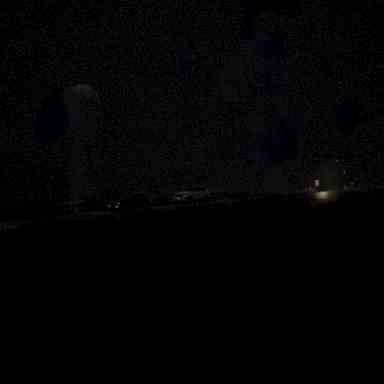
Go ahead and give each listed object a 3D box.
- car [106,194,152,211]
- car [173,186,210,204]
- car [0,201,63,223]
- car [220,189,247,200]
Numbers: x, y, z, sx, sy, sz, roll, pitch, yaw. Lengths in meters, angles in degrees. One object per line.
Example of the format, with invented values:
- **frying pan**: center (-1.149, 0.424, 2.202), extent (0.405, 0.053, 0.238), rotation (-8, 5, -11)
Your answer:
- **car**: center (-5.928, 0.939, 31.567), extent (1.837, 1.490, 4.892), rotation (-2, 1, 36)
- **car**: center (0.008, 0.324, 39.889), extent (2.150, 2.045, 5.566), rotation (-2, 1, 36)
- **car**: center (-11.681, 1.372, 23.423), extent (1.895, 1.301, 4.718), rotation (-2, 1, 34)
- **car**: center (6.143, 0.324, 48.406), extent (2.033, 1.411, 5.357), rotation (-2, 1, 36)
